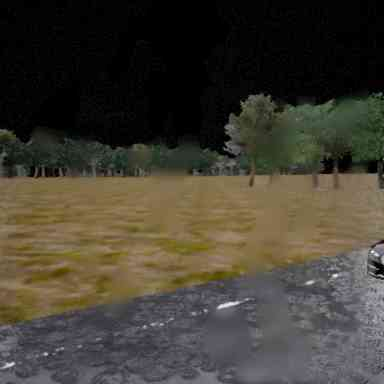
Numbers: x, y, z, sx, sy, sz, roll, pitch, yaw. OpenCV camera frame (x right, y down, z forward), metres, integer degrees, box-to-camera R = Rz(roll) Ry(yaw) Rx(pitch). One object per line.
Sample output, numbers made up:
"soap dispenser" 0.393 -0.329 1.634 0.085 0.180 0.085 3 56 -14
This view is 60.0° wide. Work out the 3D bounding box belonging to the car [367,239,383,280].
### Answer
"car" 6.396 1.411 8.507 4.902 1.511 2.128 -1 0 -35
